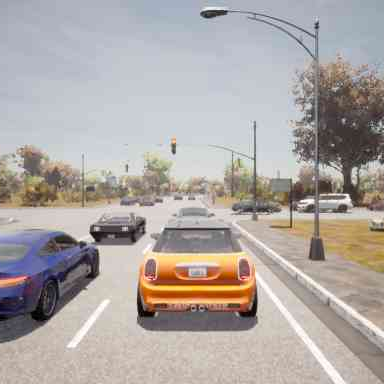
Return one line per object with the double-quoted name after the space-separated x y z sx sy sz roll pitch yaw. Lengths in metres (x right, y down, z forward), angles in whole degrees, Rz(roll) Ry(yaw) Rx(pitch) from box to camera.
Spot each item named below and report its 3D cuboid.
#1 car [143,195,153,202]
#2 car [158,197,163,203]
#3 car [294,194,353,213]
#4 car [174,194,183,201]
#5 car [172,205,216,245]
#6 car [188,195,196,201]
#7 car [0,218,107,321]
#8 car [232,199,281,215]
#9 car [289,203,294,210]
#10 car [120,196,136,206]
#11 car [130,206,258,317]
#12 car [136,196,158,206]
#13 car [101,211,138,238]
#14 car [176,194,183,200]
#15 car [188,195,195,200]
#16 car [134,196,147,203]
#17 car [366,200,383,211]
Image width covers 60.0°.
-10.597 1.552 80.324 1.994 1.385 4.181 0 0 0 "car"
-7.087 1.601 69.089 1.895 1.301 4.718 0 0 0 "car"
14.422 1.221 36.103 5.566 2.045 2.150 0 0 3 "car"
-3.599 1.492 84.597 1.837 1.490 4.892 0 0 0 "car"
0.079 1.505 16.587 1.837 1.490 4.892 0 0 0 "car"
-0.099 1.552 84.730 1.994 1.385 4.181 0 0 0 "car"
-3.409 1.526 7.161 1.812 1.442 4.674 0 0 0 "car"
6.329 1.491 33.119 4.902 1.511 2.128 0 0 9 "car"
14.037 1.504 39.631 4.892 1.490 1.837 0 0 3 "car"
-10.654 1.505 55.154 1.837 1.490 4.892 0 0 0 "car"
0.091 1.352 7.629 2.097 1.767 4.553 0 0 0 "car"
-7.135 1.353 52.895 2.097 1.767 4.553 0 0 -1 "car"
-3.420 1.601 16.319 1.895 1.301 4.718 0 0 0 "car"
-3.571 1.374 95.005 1.812 1.442 4.674 0 0 1 "car"
-0.073 1.595 94.768 1.895 1.301 4.718 0 0 1 "car"
-10.587 1.564 68.037 1.994 1.385 4.181 0 0 0 "car"
22.927 1.555 39.159 4.181 1.385 1.994 0 0 3 "car"
